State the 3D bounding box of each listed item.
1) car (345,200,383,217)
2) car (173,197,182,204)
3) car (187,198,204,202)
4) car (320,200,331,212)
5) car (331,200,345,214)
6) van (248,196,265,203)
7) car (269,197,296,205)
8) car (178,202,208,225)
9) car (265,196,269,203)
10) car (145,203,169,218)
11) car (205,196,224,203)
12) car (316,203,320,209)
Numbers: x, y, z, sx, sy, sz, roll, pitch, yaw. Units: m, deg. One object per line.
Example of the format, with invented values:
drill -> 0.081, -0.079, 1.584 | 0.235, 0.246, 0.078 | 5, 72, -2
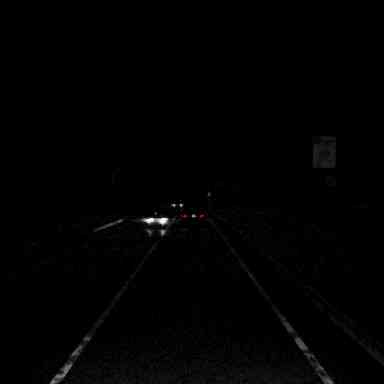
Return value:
car -> 18.702, 1.746, 34.007 | 4.674, 1.452, 2.002 | 0, 0, 0
car -> -3.245, 1.818, 75.064 | 2.097, 1.767, 4.553 | 0, 0, 0
car -> 0.105, 1.814, 42.915 | 2.128, 1.511, 4.902 | 0, 0, 0
car -> 18.704, 1.755, 40.430 | 4.892, 1.521, 2.231 | 0, 0, 0
car -> 18.713, 1.729, 37.156 | 5.008, 1.535, 2.097 | 0, 0, 0
van -> 18.441, 2.059, 92.007 | 4.442, 1.987, 1.878 | 0, -1, 0
car -> 18.763, 1.835, 68.042 | 4.553, 1.767, 2.185 | 0, 0, 0
car -> 0.102, 1.735, 25.575 | 2.033, 1.411, 5.357 | 0, 0, 0
car -> 18.693, 2.026, 71.210 | 4.674, 1.452, 2.002 | 0, 0, 0
car -> -3.343, 1.806, 32.574 | 1.994, 1.385, 4.181 | 0, 0, 0
car -> 6.100, 2.293, 92.552 | 5.366, 1.575, 1.946 | 0, -1, 0
car -> 18.709, 1.818, 43.705 | 4.674, 1.452, 2.002 | 0, 0, 0
